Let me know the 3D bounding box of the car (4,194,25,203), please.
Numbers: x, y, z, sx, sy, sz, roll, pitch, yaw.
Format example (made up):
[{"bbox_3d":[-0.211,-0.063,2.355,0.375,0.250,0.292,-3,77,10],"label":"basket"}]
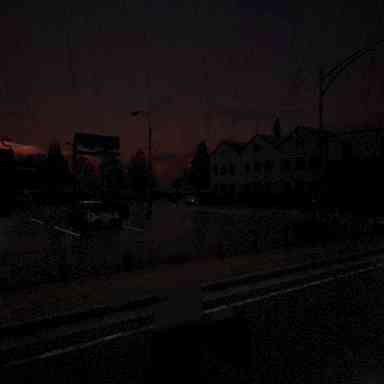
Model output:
[{"bbox_3d":[-38.980,1.328,73.235,3.866,1.878,1.905,0,0,-36],"label":"car"}]

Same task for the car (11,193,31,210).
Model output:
[{"bbox_3d":[-19.827,1.092,38.162,1.905,1.878,3.866,0,0,-36],"label":"car"}]

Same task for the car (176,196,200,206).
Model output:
[{"bbox_3d":[-0.643,1.349,50.228,1.812,1.442,4.674,0,0,-36],"label":"car"}]

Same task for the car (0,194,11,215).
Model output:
[{"bbox_3d":[-17.911,1.113,29.853,1.932,1.855,4.605,0,0,-36],"label":"car"}]

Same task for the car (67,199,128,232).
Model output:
[{"bbox_3d":[-5.302,1.248,17.903,1.970,1.475,3.806,0,0,-36],"label":"car"}]

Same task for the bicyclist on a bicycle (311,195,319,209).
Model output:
[{"bbox_3d":[13.668,1.124,36.853,1.656,1.620,0.582,0,0,-36],"label":"bicyclist on a bicycle"}]

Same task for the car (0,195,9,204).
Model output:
[{"bbox_3d":[-39.204,1.495,66.106,4.611,1.667,2.242,0,0,-36],"label":"car"}]
